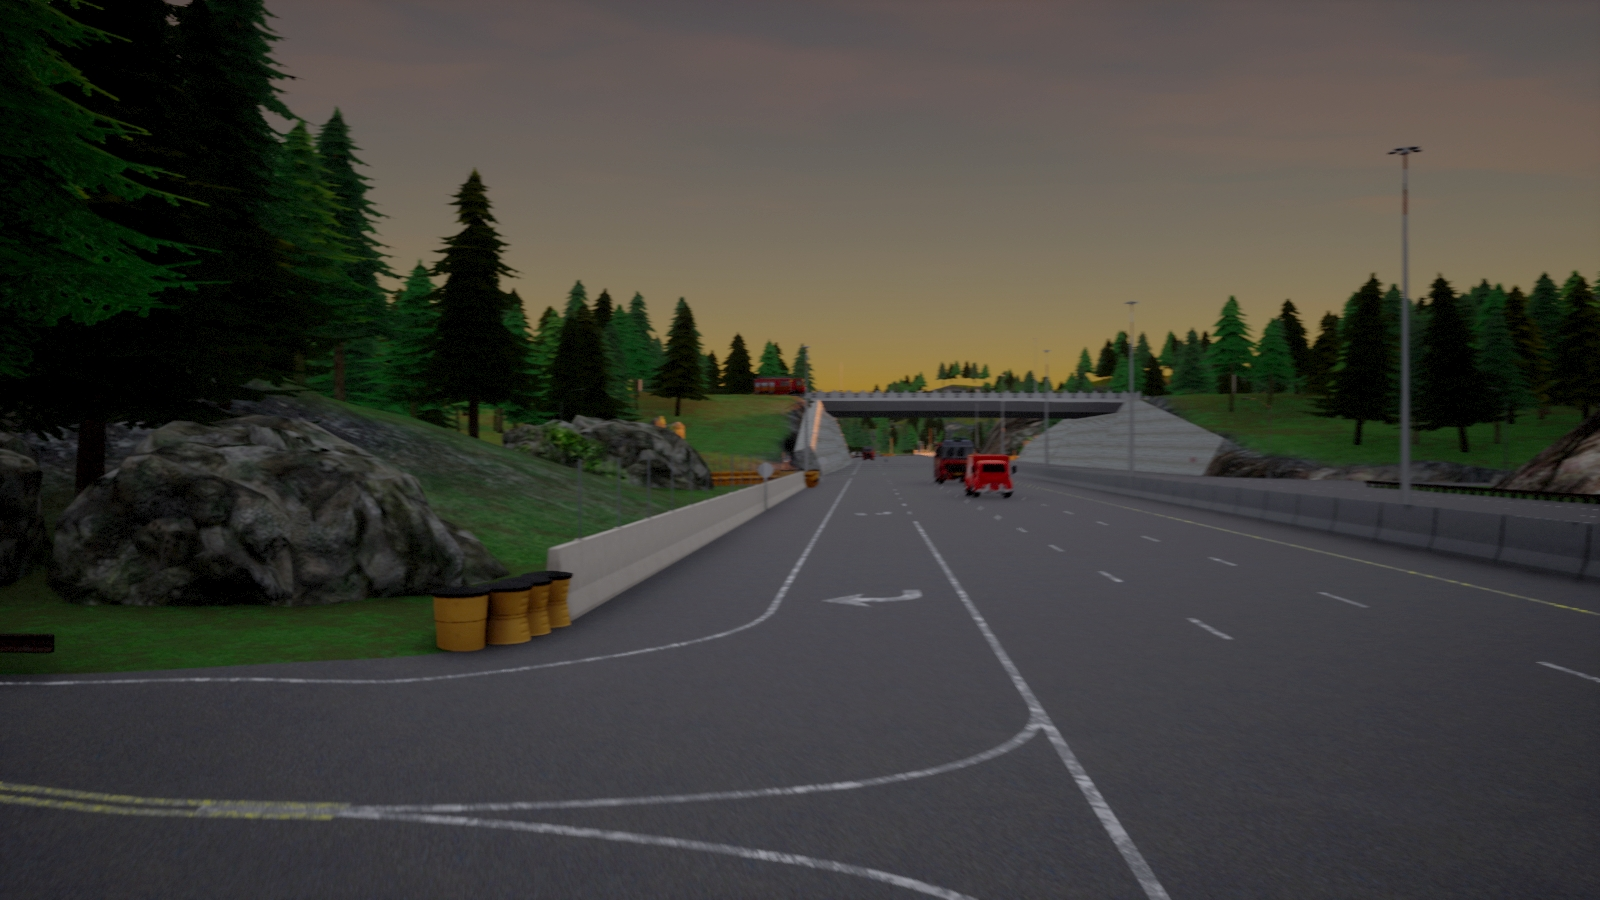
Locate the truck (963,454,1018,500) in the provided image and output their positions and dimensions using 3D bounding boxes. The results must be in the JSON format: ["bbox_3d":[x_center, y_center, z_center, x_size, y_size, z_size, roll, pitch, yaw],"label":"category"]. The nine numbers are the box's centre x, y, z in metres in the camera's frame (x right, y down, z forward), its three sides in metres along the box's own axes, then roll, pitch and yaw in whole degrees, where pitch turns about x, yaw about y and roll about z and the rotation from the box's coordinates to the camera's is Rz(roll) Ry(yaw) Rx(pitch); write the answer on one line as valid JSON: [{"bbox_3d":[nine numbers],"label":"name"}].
[{"bbox_3d":[11.088,1.521,66.846,2.627,2.467,5.204,0,1,3],"label":"truck"}]
